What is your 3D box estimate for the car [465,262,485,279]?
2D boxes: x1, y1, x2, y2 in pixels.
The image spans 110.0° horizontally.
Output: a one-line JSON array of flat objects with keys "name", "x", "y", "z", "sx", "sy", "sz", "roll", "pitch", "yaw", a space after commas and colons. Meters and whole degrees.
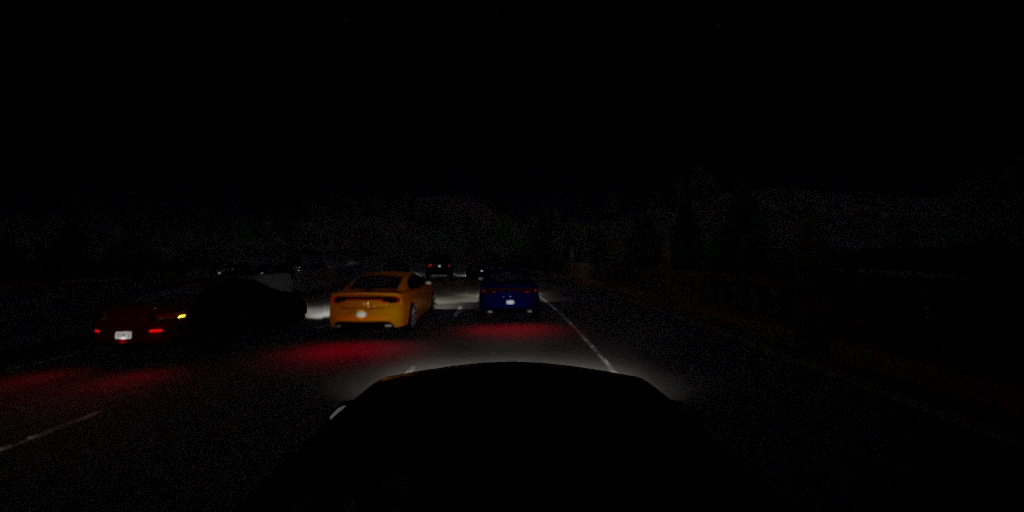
[{"name": "car", "x": -2.944, "y": 1.194, "z": 31.604, "sx": 1.994, "sy": 1.385, "sz": 4.181, "roll": 0, "pitch": 0, "yaw": -13}]

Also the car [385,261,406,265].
[{"name": "car", "x": -9.776, "y": 1.134, "z": 30.219, "sx": 2.128, "sy": 1.511, "sz": 4.902, "roll": 0, "pitch": 0, "yaw": -13}]

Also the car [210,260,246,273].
[{"name": "car", "x": -24.946, "y": 1.155, "z": 32.036, "sx": 2.128, "sy": 1.511, "sz": 4.902, "roll": 0, "pitch": 0, "yaw": -17}]

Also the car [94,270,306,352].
[{"name": "car", "x": -6.992, "y": 1.242, "z": 8.709, "sx": 1.812, "sy": 1.442, "sz": 4.674, "roll": 0, "pitch": 0, "yaw": -1}]

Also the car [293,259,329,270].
[{"name": "car", "x": -17.691, "y": 1.176, "z": 32.118, "sx": 1.812, "sy": 1.442, "sz": 4.674, "roll": 0, "pitch": 0, "yaw": -16}]

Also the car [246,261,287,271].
[{"name": "car", "x": -21.194, "y": 1.221, "z": 31.597, "sx": 1.994, "sy": 1.385, "sz": 4.181, "roll": 0, "pitch": 0, "yaw": -16}]

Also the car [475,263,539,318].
[{"name": "car", "x": -0.192, "y": 1.176, "z": 12.851, "sx": 1.882, "sy": 1.535, "sz": 5.008, "roll": 0, "pitch": 0, "yaw": -3}]

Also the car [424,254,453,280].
[{"name": "car", "x": -6.108, "y": 0.861, "z": 30.032, "sx": 2.150, "sy": 2.045, "sz": 5.566, "roll": 0, "pitch": 0, "yaw": -12}]

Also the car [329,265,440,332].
[{"name": "car", "x": -3.577, "y": 1.186, "z": 10.736, "sx": 1.882, "sy": 1.535, "sz": 5.008, "roll": 0, "pitch": 0, "yaw": -2}]
